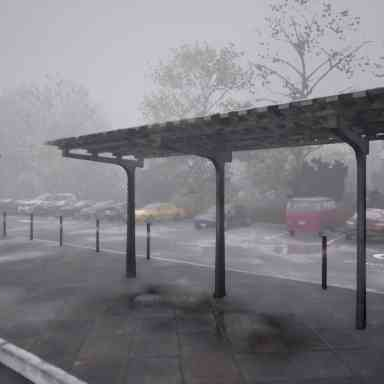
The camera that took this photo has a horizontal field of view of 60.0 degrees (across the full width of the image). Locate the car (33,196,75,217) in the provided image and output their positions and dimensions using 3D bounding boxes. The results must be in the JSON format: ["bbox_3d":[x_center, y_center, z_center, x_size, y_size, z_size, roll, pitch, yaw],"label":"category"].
[{"bbox_3d":[-11.539,1.450,30.839,2.097,1.535,5.008,0,0,35],"label":"car"}]

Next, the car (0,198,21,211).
[{"bbox_3d":[-22.884,1.442,38.830,2.163,1.488,4.792,1,0,35],"label":"car"}]

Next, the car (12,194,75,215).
[{"bbox_3d":[-13.823,1.194,32.415,2.435,2.045,5.566,0,0,35],"label":"car"}]

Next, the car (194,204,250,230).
[{"bbox_3d":[2.033,1.510,21.186,2.163,1.488,4.792,0,0,35],"label":"car"}]

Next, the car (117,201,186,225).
[{"bbox_3d":[-2.588,1.467,24.267,1.946,1.575,5.366,0,0,35],"label":"car"}]

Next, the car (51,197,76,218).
[{"bbox_3d":[-9.273,1.455,29.235,2.097,1.535,5.008,0,0,35],"label":"car"}]

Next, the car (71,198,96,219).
[{"bbox_3d":[-7.007,1.461,27.631,2.231,1.521,4.892,0,0,35],"label":"car"}]

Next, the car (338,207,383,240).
[{"bbox_3d":[8.842,1.535,16.397,2.002,1.452,4.674,0,0,35],"label":"car"}]

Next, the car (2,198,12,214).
[{"bbox_3d":[-16.075,1.441,34.037,2.231,1.521,4.892,0,0,35],"label":"car"}]

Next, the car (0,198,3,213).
[{"bbox_3d":[-18.341,1.432,35.643,2.097,1.535,5.008,0,0,35],"label":"car"}]

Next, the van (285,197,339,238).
[{"bbox_3d":[6.647,1.264,18.098,1.878,1.987,4.442,0,0,35],"label":"van"}]

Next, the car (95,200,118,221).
[{"bbox_3d":[-4.729,1.494,26.046,2.163,1.488,4.792,0,0,35],"label":"car"}]
